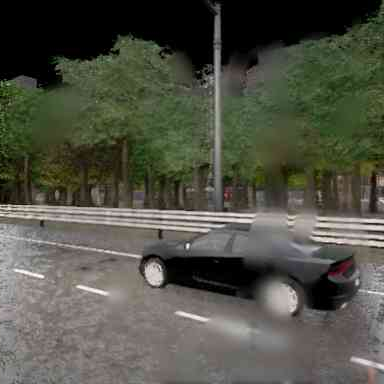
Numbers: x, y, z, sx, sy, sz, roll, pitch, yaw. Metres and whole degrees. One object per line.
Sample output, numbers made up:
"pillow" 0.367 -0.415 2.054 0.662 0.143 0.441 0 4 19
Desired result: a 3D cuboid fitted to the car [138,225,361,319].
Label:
"car" 0.973 1.481 7.473 5.008 1.535 1.882 0 0 36
